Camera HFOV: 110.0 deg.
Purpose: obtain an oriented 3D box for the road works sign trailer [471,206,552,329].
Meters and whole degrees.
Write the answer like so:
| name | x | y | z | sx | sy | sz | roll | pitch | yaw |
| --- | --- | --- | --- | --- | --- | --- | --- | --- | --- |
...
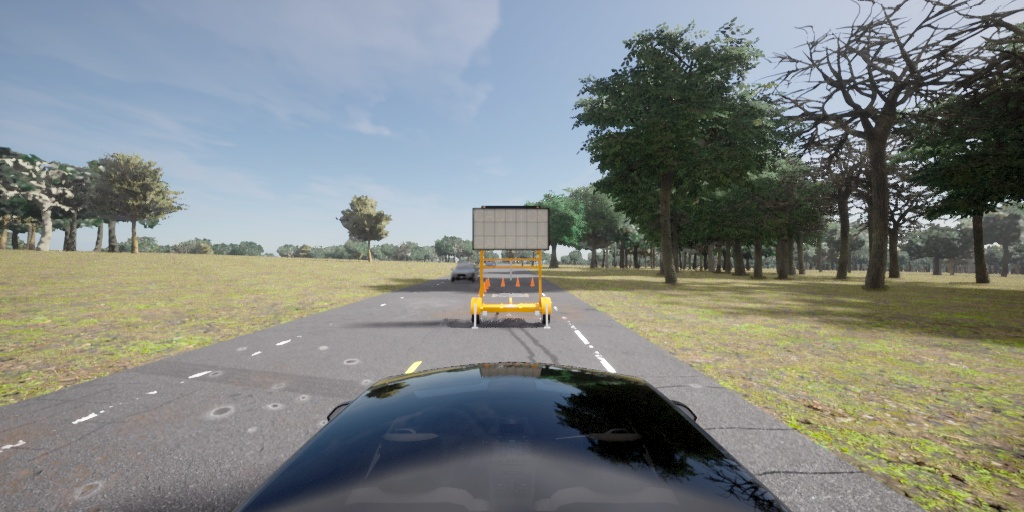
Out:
| name | x | y | z | sx | sy | sz | roll | pitch | yaw |
| --- | --- | --- | --- | --- | --- | --- | --- | --- | --- |
| road works sign trailer | -0.035 | 0.226 | 11.313 | 2.380 | 3.560 | 2.880 | 0 | 0 | 0 |

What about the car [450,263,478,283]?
| name | x | y | z | sx | sy | sz | roll | pitch | yaw |
| --- | --- | --- | --- | --- | --- | --- | --- | --- | --- |
| car | -3.775 | 1.337 | 29.071 | 1.837 | 1.490 | 4.892 | 0 | 0 | -1 |
